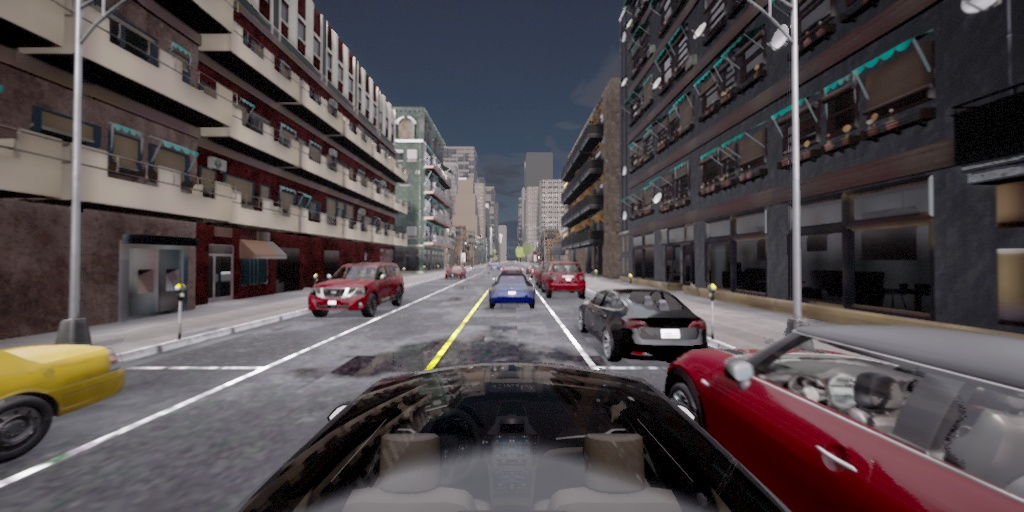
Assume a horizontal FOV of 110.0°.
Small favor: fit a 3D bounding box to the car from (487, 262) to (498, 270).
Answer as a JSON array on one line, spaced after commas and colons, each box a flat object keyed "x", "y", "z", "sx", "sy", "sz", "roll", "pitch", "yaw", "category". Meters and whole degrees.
[{"x": -3.009, "y": 1.897, "z": 64.198, "sx": 1.812, "sy": 1.442, "sz": 4.674, "roll": 0, "pitch": -1, "yaw": 0, "category": "car"}]

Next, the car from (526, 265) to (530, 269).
[{"x": 2.687, "y": 1.520, "z": 36.491, "sx": 1.967, "sy": 1.591, "sz": 4.097, "roll": 0, "pitch": 0, "yaw": 0, "category": "car"}]

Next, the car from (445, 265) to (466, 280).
[{"x": -5.693, "y": 1.625, "z": 36.491, "sx": 1.888, "sy": 1.381, "sz": 4.507, "roll": 0, "pitch": 0, "yaw": 0, "category": "car"}]

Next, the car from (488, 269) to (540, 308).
[{"x": 0.004, "y": 1.449, "z": 16.176, "sx": 1.994, "sy": 1.385, "sz": 4.181, "roll": 0, "pitch": 0, "yaw": 0, "category": "car"}]

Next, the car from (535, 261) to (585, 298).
[{"x": 2.689, "y": 1.230, "z": 19.498, "sx": 2.192, "sy": 1.841, "sz": 5.009, "roll": 0, "pitch": 0, "yaw": 0, "category": "car"}]

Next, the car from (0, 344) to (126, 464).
[{"x": -5.690, "y": 1.282, "z": 2.334, "sx": 1.751, "sy": 1.417, "sz": 4.829, "roll": 0, "pitch": 0, "yaw": 0, "category": "car"}]

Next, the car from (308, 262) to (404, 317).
[{"x": -5.691, "y": 1.177, "z": 13.835, "sx": 2.192, "sy": 1.841, "sz": 5.009, "roll": 0, "pitch": 0, "yaw": 0, "category": "car"}]

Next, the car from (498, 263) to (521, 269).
[{"x": 0.002, "y": 1.507, "z": 31.320, "sx": 1.882, "sy": 1.535, "sz": 5.008, "roll": 0, "pitch": 0, "yaw": 0, "category": "car"}]

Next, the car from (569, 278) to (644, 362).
[{"x": 2.690, "y": 1.376, "z": 8.170, "sx": 1.948, "sy": 1.339, "sz": 4.313, "roll": 0, "pitch": 0, "yaw": 0, "category": "car"}]

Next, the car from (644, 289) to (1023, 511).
[{"x": 2.690, "y": 1.197, "z": 2.504, "sx": 1.967, "sy": 1.591, "sz": 4.097, "roll": 0, "pitch": 0, "yaw": 0, "category": "car"}]

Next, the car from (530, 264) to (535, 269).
[{"x": 2.688, "y": 1.284, "z": 25.164, "sx": 2.192, "sy": 1.841, "sz": 5.009, "roll": 0, "pitch": 0, "yaw": 0, "category": "car"}]
